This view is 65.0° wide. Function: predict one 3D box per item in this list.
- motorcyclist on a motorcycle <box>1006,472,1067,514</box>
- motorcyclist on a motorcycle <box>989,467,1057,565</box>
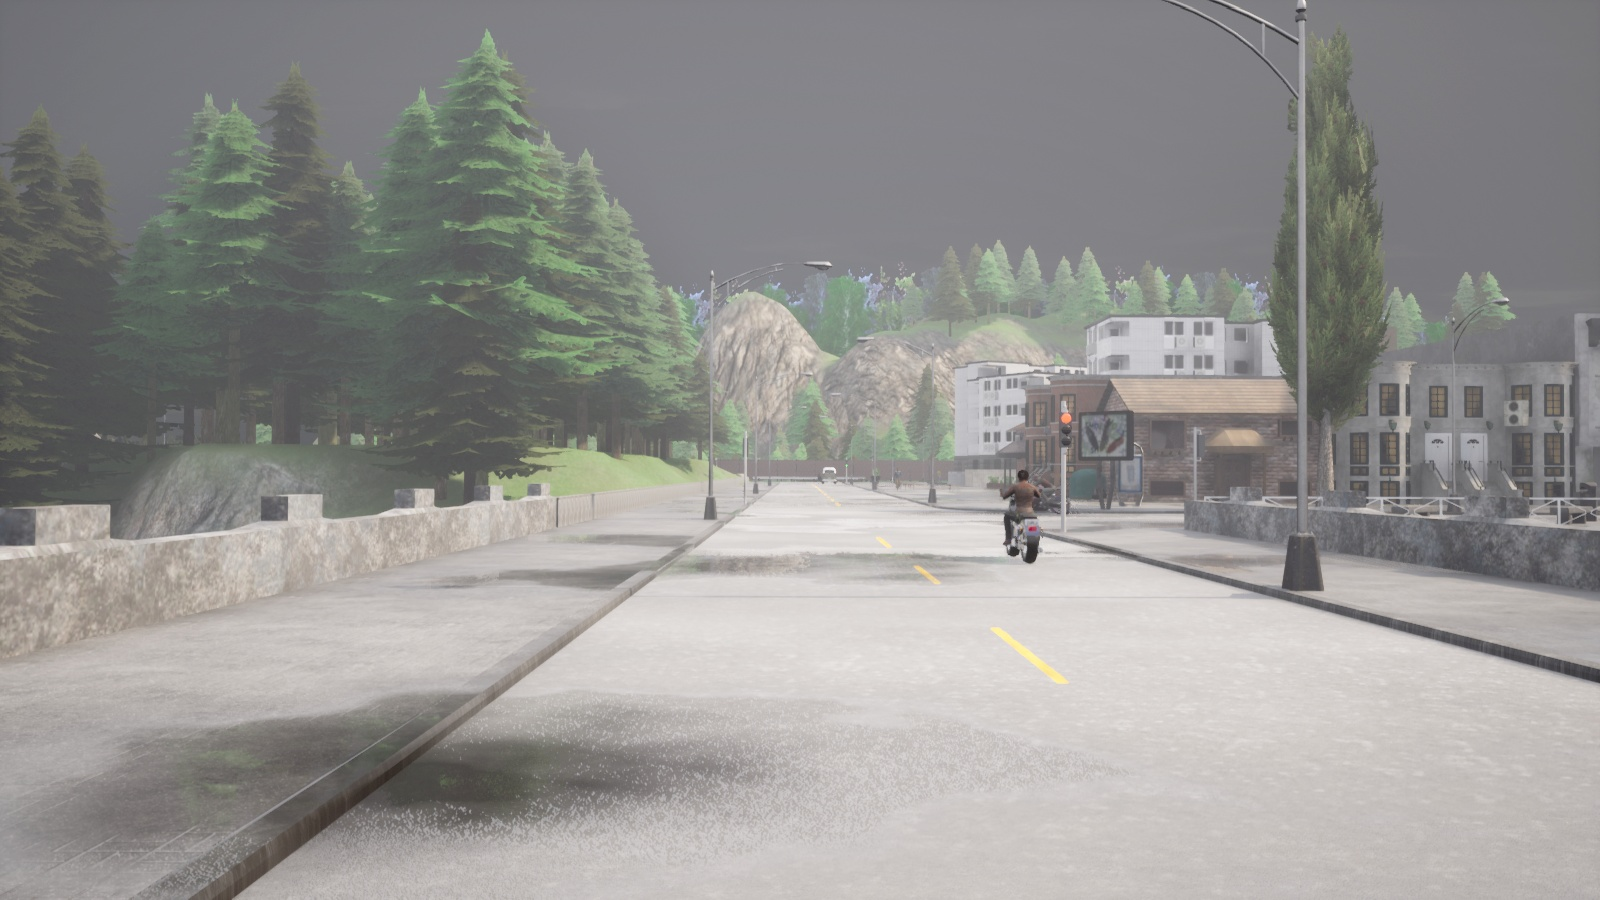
[{"bbox_3d":[8.705,1.591,46.184,2.191,1.530,0.866,0,-2,12],"label":"motorcyclist on a motorcycle"},{"bbox_3d":[3.944,1.125,22.383,0.766,1.649,2.350,0,-1,0],"label":"motorcyclist on a motorcycle"}]
